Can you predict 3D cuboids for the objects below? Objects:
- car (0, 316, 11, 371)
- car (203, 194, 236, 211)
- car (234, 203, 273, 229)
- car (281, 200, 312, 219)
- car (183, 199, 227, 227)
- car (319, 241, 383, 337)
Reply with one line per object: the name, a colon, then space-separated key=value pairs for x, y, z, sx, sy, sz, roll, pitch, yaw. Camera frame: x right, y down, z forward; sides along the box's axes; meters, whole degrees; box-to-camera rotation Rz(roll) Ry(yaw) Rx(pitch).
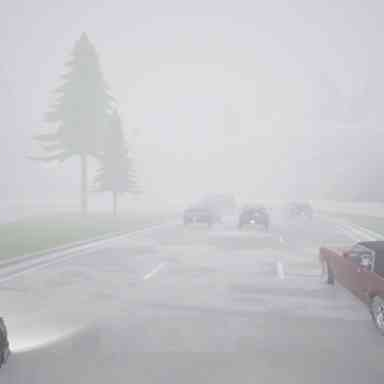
car: x=-3.263 y=1.558 z=2.415 sx=1.994 sy=1.385 sz=4.181 roll=0 pitch=0 yaw=1
car: x=2.730 y=1.207 z=38.972 sx=2.150 sy=2.045 sz=5.566 roll=1 pitch=0 yaw=-36
car: x=4.120 y=1.499 z=21.653 sx=1.837 sy=1.490 sz=4.892 roll=0 pitch=0 yaw=14
car: x=9.291 y=1.503 z=29.664 sx=1.837 sy=1.490 sz=4.892 roll=1 pitch=0 yaw=4
car: x=0.764 y=1.480 z=22.757 sx=2.128 sy=1.511 sz=4.902 roll=0 pitch=0 yaw=14
car: x=3.981 y=1.603 z=6.468 sx=1.895 sy=1.301 sz=4.718 roll=0 pitch=0 yaw=6
